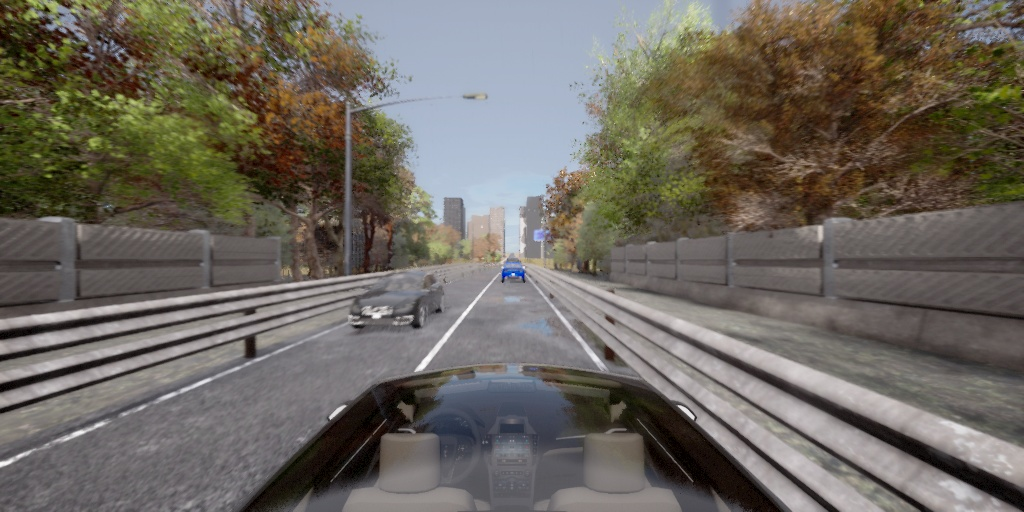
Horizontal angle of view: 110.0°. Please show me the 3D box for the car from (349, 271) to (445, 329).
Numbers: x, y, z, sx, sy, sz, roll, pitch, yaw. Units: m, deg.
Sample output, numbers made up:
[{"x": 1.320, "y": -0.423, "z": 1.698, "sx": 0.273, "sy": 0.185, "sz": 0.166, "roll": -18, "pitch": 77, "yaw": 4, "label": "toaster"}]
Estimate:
[{"x": -3.344, "y": 1.254, "z": 11.295, "sx": 1.837, "sy": 1.490, "sz": 4.892, "roll": 0, "pitch": 0, "yaw": 0, "label": "car"}]

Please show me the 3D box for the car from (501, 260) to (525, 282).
[{"x": 0.103, "y": 1.320, "z": 30.471, "sx": 1.882, "sy": 1.535, "sz": 5.008, "roll": 0, "pitch": -1, "yaw": 0, "label": "car"}]

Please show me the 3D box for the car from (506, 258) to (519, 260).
[{"x": 0.097, "y": 1.282, "z": 49.005, "sx": 2.150, "sy": 2.045, "sz": 5.566, "roll": 0, "pitch": -1, "yaw": 0, "label": "car"}]
